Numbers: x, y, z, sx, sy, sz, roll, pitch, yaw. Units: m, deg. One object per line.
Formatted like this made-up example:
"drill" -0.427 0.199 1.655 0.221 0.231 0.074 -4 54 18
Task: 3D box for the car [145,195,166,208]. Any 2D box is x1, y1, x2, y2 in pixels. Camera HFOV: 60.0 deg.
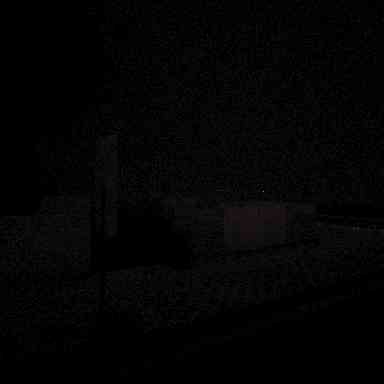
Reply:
"car" -3.727 1.060 37.232 1.882 1.535 5.008 1 0 -36

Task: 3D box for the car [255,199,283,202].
"car" 5.797 1.287 24.010 2.128 1.511 4.902 1 0 -36

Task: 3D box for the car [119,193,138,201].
"car" -9.356 0.948 50.069 1.812 1.442 4.674 1 0 -36

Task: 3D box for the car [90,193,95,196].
"car" -13.307 0.861 50.676 1.882 1.535 5.008 1 0 -36
